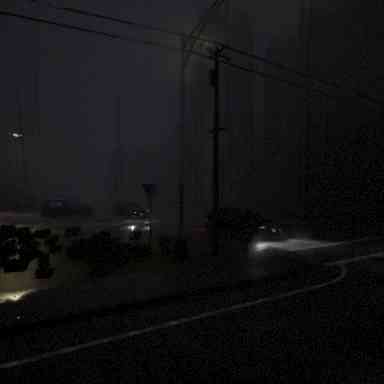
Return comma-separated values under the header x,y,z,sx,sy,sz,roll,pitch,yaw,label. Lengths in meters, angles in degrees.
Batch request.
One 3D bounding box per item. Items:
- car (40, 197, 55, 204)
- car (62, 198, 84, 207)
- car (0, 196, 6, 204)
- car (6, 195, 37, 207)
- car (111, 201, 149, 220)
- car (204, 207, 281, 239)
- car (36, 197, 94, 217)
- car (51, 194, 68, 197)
x,y,z,sx,sy,sz,roll,pitch,yaw,label
-30.553,1.711,70.371,1.895,1.301,4.718,1,0,-36,car
-20.042,1.680,56.023,2.033,1.411,5.357,1,0,-36,car
-33.965,1.536,61.327,4.193,1.474,1.816,1,0,-35,car
-25.657,1.361,50.693,3.866,1.878,1.905,1,0,-35,car
-5.638,1.622,29.822,1.837,1.490,4.892,1,0,-36,car
2.645,1.633,18.379,1.837,1.490,4.892,1,0,-36,car
-11.576,1.548,31.004,4.611,1.667,2.242,1,0,-35,car
-19.252,1.316,48.791,2.150,2.045,5.566,1,-1,-36,car
